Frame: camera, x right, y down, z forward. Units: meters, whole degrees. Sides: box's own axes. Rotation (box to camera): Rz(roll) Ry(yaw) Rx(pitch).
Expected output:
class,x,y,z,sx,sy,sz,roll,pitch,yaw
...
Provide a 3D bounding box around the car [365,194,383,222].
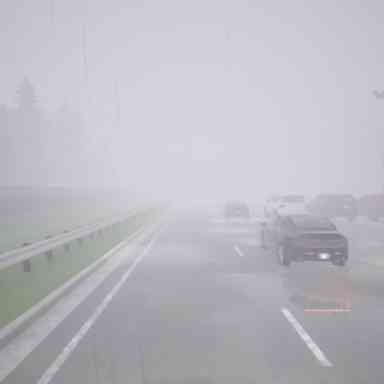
class,x,y,z,sx,sy,sz,roll,pitch,yaw
car,14.082,1.159,25.540,2.150,2.045,5.566,0,0,0

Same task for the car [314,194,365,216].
class,x,y,z,sx,sy,sz,roll,pitch,yaw
car,10.582,1.159,25.548,2.150,2.045,5.566,0,0,0

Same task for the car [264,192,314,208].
class,x,y,z,sx,sy,sz,roll,pitch,yaw
car,7.082,1.159,25.539,2.150,2.045,5.566,0,0,0

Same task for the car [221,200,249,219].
class,x,y,z,sx,sy,sz,roll,pitch,yaw
car,3.586,1.410,28.091,1.882,1.535,5.008,0,0,0

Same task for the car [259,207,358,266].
class,x,y,z,sx,sy,sz,roll,pitch,yaw
car,3.584,1.477,11.422,1.837,1.490,4.892,0,0,0
